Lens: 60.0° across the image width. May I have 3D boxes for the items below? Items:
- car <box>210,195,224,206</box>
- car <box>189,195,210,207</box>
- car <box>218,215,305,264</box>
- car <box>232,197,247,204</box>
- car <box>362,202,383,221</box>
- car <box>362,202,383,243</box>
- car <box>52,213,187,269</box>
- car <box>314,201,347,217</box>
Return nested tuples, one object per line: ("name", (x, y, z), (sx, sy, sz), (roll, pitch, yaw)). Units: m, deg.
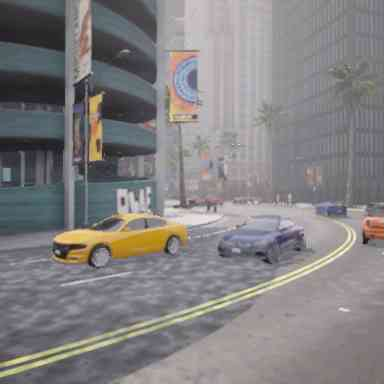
("car", (4.049, 1.574, 61.893), (2.150, 2.045, 5.566), (0, -1, -18))
("car", (1.011, 1.679, 59.906), (2.097, 1.767, 4.553), (0, 0, -18))
("car", (2.781, 1.601, 12.362), (1.812, 1.442, 4.674), (0, 0, 37))
("car", (10.601, 1.913, 74.115), (2.231, 1.521, 4.892), (0, 0, -18))
("car", (17.445, 1.719, 30.425), (1.837, 1.490, 4.892), (1, 0, 7))
("car", (9.587, 1.468, 16.341), (2.097, 1.767, 4.553), (0, 0, 29))
("car", (-2.311, 1.535, 11.753), (1.882, 1.535, 5.008), (0, 0, 42))
("car", (14.238, 1.704, 34.393), (1.882, 1.535, 5.008), (0, 0, 2))
